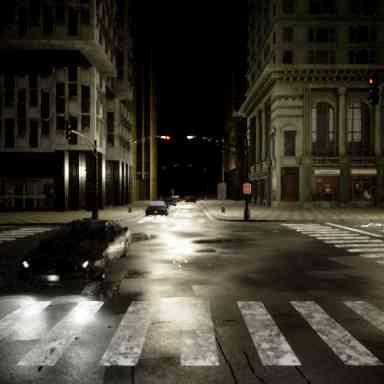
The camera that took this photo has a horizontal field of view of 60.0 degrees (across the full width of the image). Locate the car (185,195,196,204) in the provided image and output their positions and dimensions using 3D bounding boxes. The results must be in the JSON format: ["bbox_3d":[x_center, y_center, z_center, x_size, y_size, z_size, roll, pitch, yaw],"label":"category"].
[{"bbox_3d":[-0.239,1.443,63.922,1.812,1.442,4.674,0,0,0],"label":"car"}]

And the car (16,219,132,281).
[{"bbox_3d":[-3.109,1.545,10.108,2.033,1.411,5.357,0,0,0],"label":"car"}]

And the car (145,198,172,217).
[{"bbox_3d":[-3.162,1.544,30.723,1.994,1.385,4.181,0,0,-1],"label":"car"}]

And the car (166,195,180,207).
[{"bbox_3d":[-3.326,1.496,49.954,2.033,1.411,5.357,0,0,0],"label":"car"}]

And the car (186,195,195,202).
[{"bbox_3d":[-0.404,1.445,73.734,1.994,1.385,4.181,0,0,0],"label":"car"}]
